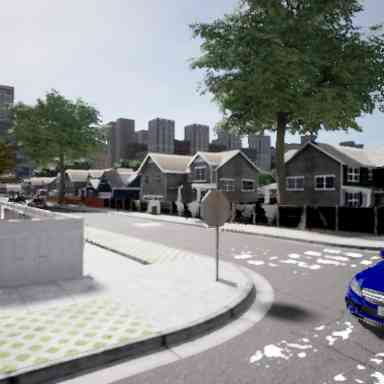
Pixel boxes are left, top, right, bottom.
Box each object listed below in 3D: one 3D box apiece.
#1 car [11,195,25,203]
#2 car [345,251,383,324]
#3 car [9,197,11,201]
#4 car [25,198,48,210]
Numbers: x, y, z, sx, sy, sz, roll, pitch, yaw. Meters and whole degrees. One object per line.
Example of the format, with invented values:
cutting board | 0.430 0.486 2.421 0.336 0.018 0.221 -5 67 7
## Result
car | -39.355 1.500 76.089 2.097 1.767 4.553 1 0 -35
car | 4.899 1.620 6.435 4.674 1.442 1.812 1 0 -35
car | -45.151 1.631 84.318 1.895 1.301 4.718 1 0 -35
car | -20.992 1.641 45.239 1.812 1.442 4.674 1 0 -35
